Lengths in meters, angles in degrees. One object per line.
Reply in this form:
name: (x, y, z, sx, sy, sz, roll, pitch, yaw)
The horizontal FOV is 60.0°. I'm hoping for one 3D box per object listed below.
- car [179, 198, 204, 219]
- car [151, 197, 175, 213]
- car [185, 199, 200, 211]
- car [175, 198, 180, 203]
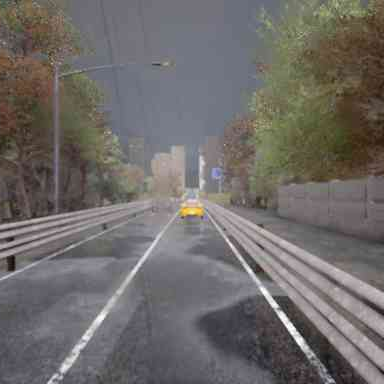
car: (0.022, 1.491, 29.720, 1.882, 1.535, 5.008, 0, 0, 0)
car: (-3.327, 1.418, 37.364, 2.097, 1.767, 4.553, 0, -1, 0)
car: (0.069, 1.661, 44.312, 1.812, 1.442, 4.674, 0, -1, 0)
car: (-3.219, 1.976, 77.917, 1.882, 1.535, 5.008, 0, -1, 0)
